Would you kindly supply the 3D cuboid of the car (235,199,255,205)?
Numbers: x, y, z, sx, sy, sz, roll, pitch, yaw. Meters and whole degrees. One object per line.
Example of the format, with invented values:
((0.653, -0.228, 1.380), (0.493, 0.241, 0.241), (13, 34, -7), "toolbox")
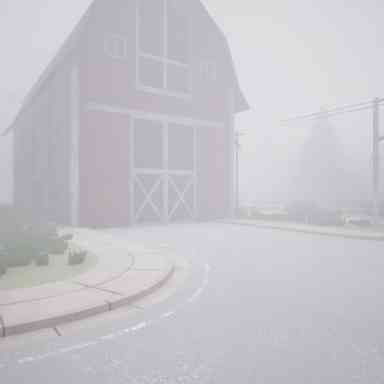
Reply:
((5.520, 1.552, 38.492), (1.812, 1.442, 4.674), (0, 0, -34), "car")

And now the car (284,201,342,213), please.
((10.951, 1.574, 30.610), (2.033, 1.411, 5.357), (0, 0, -35), "car")

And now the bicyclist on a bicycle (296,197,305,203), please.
((13.275, 1.322, 40.233), (1.656, 1.620, 0.582), (46, -25, -24), "bicyclist on a bicycle")
